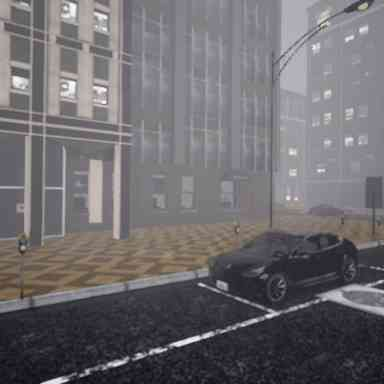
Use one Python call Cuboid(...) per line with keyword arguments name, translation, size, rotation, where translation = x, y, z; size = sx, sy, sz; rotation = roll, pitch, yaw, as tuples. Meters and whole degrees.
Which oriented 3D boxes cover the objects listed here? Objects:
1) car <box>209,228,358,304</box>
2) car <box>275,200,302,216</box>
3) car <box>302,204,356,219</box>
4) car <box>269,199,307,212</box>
Cuboid(name="car", translation=(2.414, 1.614, 8.273), size=(4.313, 1.339, 1.947), rotation=(1, 0, -35))
Cuboid(name="car", translation=(9.307, 1.660, 34.394), size=(1.752, 1.417, 4.829), rotation=(1, 0, -36))
Cuboid(name="car", translation=(12.505, 1.727, 29.929), size=(1.802, 1.307, 4.206), rotation=(1, 0, -36))
Cuboid(name="car", translation=(12.622, 1.751, 44.155), size=(1.752, 1.417, 4.829), rotation=(1, 0, -36))
